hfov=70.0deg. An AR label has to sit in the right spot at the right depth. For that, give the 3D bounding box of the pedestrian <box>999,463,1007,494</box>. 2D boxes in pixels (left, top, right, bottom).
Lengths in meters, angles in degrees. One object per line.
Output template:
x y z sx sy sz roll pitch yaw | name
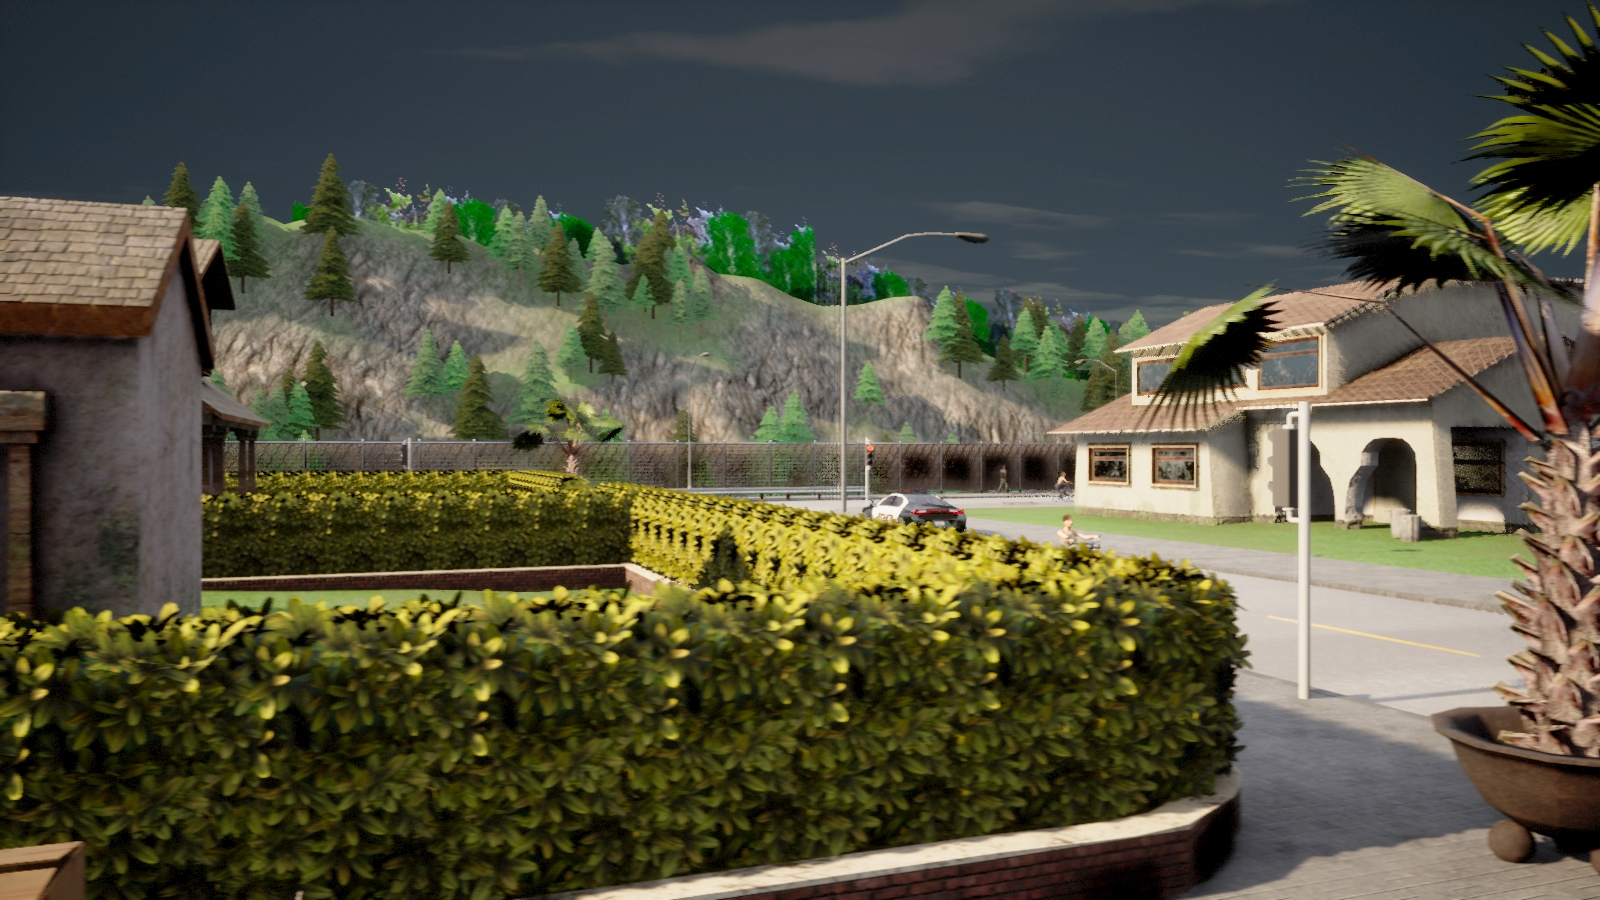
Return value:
12.506 1.744 70.377 0.375 1.860 0.375 0 0 -29 | pedestrian

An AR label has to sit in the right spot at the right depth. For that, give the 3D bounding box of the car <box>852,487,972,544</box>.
3.512 2.038 36.944 2.038 1.542 4.974 0 0 -18 | car

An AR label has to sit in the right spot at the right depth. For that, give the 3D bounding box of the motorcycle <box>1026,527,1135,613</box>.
5.092 2.155 20.913 0.764 1.307 2.356 0 0 -20 | motorcycle

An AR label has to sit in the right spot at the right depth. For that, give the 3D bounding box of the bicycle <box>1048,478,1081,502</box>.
14.291 2.158 61.725 1.487 1.276 0.859 0 0 -20 | bicycle
